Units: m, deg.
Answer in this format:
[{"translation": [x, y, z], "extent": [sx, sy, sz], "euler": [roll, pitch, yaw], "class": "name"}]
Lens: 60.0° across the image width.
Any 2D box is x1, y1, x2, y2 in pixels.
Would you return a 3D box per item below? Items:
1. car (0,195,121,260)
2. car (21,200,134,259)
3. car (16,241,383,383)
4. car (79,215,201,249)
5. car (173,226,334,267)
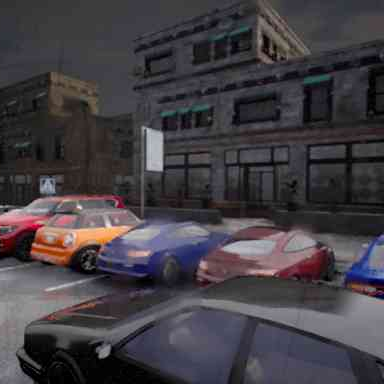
[{"translation": [-4.875, 1.154, 12.405], "extent": [2.435, 2.045, 5.566], "euler": [0, 0, 36], "class": "car"}, {"translation": [-2.633, 1.299, 10.800], "extent": [2.185, 1.767, 4.553], "euler": [0, 0, 36], "class": "car"}, {"translation": [0.635, 1.540, 2.926], "extent": [5.357, 1.411, 2.033], "euler": [0, 0, 36], "class": "car"}, {"translation": [-0.479, 1.482, 9.297], "extent": [2.002, 1.452, 4.674], "euler": [0, 0, 36], "class": "car"}, {"translation": [1.871, 1.501, 7.619], "extent": [2.002, 1.452, 4.674], "euler": [0, 0, 36], "class": "car"}]
